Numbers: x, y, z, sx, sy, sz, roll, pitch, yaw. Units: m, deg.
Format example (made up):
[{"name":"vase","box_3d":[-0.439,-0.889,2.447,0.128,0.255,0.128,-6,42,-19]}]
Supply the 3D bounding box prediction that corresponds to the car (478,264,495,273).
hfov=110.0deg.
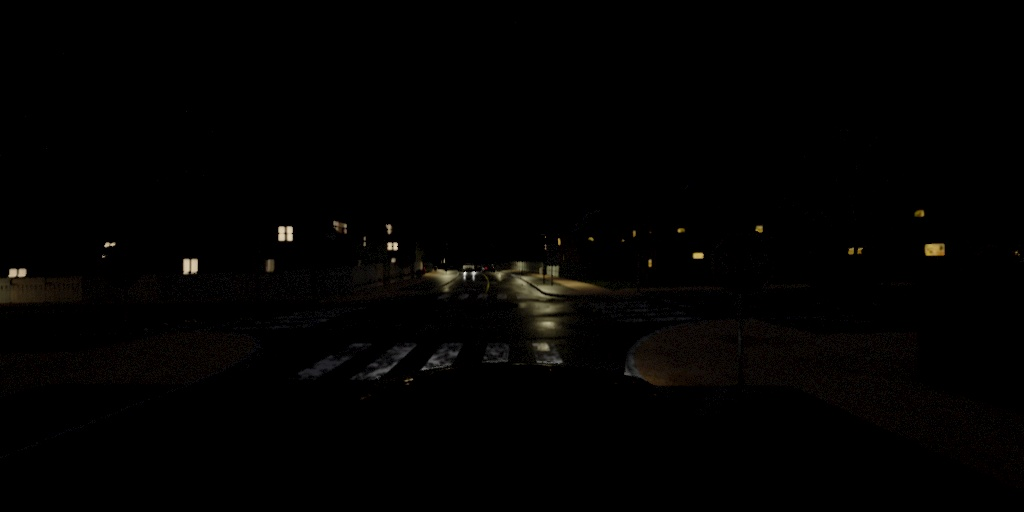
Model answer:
[{"name":"car","box_3d":[-3.740,1.913,56.189,2.033,1.411,5.357,0,-1,-10]}]

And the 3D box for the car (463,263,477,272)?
[{"name":"car","box_3d":[-7.347,1.967,60.647,1.812,1.442,4.674,0,-1,-10]}]
